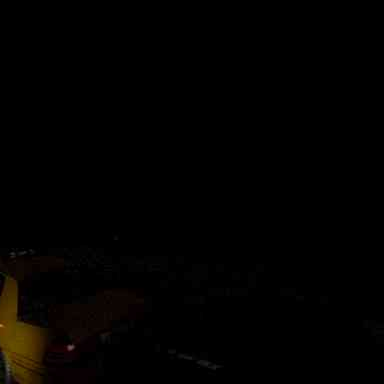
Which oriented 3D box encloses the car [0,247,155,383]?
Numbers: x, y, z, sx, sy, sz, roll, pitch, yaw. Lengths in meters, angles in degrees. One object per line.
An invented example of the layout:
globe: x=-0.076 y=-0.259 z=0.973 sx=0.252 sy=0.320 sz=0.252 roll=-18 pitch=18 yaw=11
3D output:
car: x=-2.697 y=1.524 z=5.012 sx=4.829 sy=1.417 sz=1.752 roll=0 pitch=1 yaw=35

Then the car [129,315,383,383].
car: x=1.990 y=1.551 z=1.672 sx=4.403 sy=1.369 sz=2.008 roll=0 pitch=1 yaw=35
